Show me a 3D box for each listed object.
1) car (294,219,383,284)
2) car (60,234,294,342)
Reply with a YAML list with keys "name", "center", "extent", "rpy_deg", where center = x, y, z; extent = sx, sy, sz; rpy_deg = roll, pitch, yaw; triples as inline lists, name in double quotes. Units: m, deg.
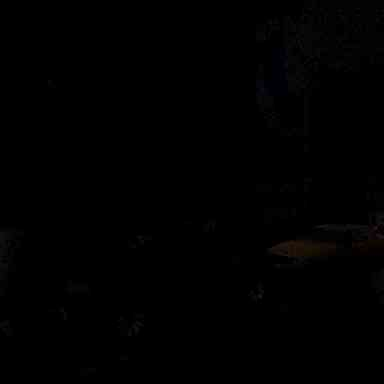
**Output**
- name: "car"
  center: [4.030, 1.525, 9.577]
  extent: [4.829, 1.417, 1.752]
  rpy_deg: [0, 0, -36]
- name: "car"
  center: [-0.242, 1.566, 6.496]
  extent: [4.313, 1.339, 1.947]
  rpy_deg: [0, 0, -36]
